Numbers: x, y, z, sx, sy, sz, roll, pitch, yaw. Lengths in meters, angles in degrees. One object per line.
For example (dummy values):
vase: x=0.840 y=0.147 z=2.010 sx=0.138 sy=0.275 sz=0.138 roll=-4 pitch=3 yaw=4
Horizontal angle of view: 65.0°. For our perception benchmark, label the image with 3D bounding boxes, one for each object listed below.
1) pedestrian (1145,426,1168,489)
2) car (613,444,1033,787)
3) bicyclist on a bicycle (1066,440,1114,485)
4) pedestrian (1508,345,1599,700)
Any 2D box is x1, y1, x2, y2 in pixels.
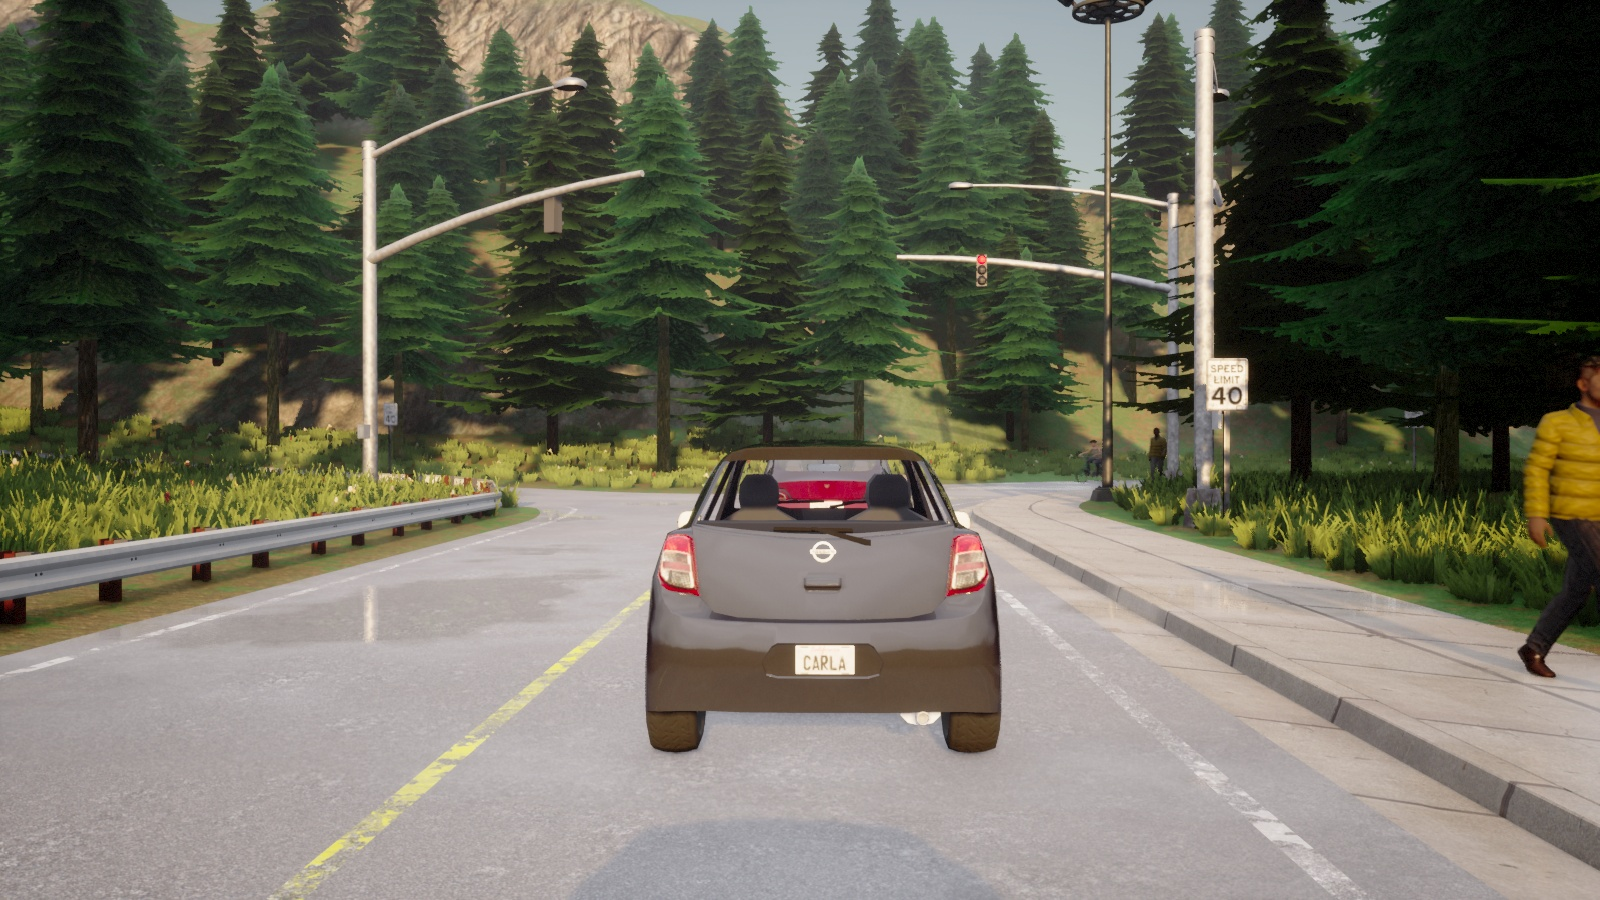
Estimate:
pedestrian: x=10.455 y=0.209 z=36.815 sx=0.431 sy=1.840 sz=0.709 roll=0 pitch=0 yaw=37
car: x=0.136 y=0.719 z=7.344 sx=1.845 sy=1.501 sz=3.633 roll=0 pitch=0 yaw=1
bicyclist on a bicycle: x=10.588 y=0.433 z=45.878 sx=1.509 sy=1.612 sz=0.866 roll=0 pitch=1 yaw=-30
pedestrian: x=4.311 y=0.373 z=6.844 sx=0.431 sy=1.840 sz=0.709 roll=0 pitch=0 yaw=-10
